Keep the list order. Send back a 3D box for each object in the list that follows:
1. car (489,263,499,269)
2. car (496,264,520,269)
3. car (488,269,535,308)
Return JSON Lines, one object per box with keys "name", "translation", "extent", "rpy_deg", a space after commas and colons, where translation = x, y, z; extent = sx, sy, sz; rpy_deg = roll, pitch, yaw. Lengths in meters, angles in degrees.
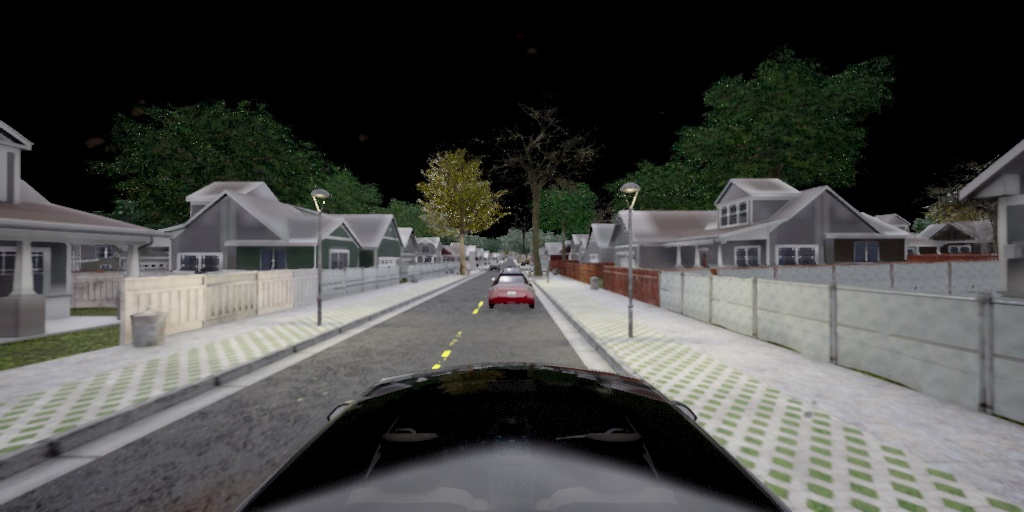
{"name": "car", "translation": [-2.808, 1.854, 59.589], "extent": [2.033, 1.411, 5.357], "rpy_deg": [0, -1, 0]}
{"name": "car", "translation": [-0.027, 1.579, 30.833], "extent": [2.033, 1.411, 5.357], "rpy_deg": [0, -1, 0]}
{"name": "car", "translation": [-0.010, 1.452, 16.131], "extent": [1.994, 1.385, 4.181], "rpy_deg": [0, -1, 0]}
